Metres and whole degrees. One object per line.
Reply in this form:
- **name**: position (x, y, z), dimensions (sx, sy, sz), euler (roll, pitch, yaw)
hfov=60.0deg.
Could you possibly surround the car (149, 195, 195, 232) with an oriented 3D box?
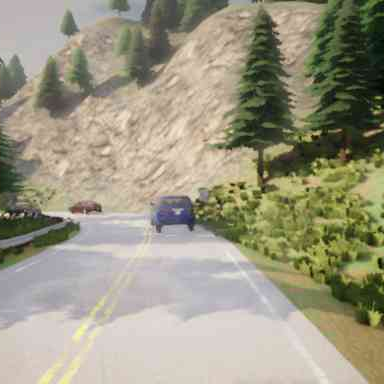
- **car**: position (-1.292, 1.183, 20.227), dimensions (2.150, 2.045, 5.566), euler (-1, 0, -12)

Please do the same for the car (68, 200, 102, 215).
- **car**: position (-11.747, 1.676, 36.552), dimensions (4.674, 1.442, 1.812), euler (-2, 2, 40)

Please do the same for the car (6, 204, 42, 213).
- **car**: position (-18.802, 2.100, 37.207), dimensions (4.892, 1.490, 1.837), euler (-3, 2, 31)
